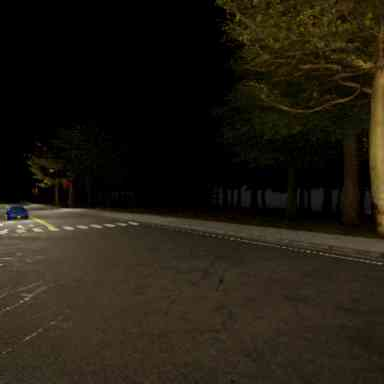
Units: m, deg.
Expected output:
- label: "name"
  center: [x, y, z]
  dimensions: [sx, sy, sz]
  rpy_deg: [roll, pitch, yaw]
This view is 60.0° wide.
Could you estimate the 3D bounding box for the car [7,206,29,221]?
- label: "car"
  center: [-18.983, 2.294, 36.254]
  dimensions: [1.882, 1.535, 5.008]
  rpy_deg: [-1, 0, -31]
